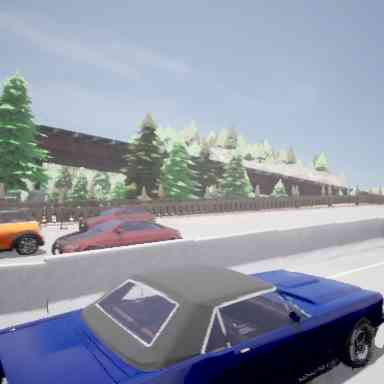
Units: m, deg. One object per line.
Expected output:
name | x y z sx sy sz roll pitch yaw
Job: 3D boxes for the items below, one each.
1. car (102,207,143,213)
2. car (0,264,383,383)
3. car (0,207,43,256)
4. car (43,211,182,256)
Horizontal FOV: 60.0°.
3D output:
car | -4.007 1.521 18.334 4.181 1.385 1.994 -1 0 -35
car | 0.375 1.596 4.013 4.718 1.301 1.895 0 0 -36
car | -7.611 1.353 11.460 4.553 1.767 2.097 0 0 -35
car | -2.335 1.545 10.926 4.181 1.385 1.994 -1 0 -36
